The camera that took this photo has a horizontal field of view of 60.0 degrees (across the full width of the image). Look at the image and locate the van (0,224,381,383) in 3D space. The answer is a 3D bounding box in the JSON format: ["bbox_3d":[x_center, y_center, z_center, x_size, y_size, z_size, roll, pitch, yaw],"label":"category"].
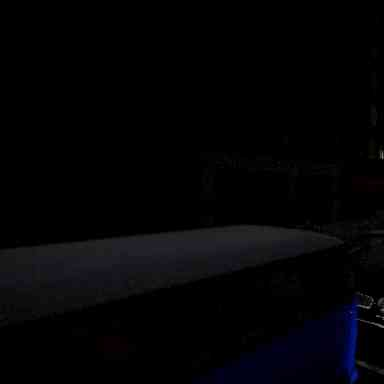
[{"bbox_3d":[-0.180,1.252,2.687,3.998,1.788,1.690,0,2,-42],"label":"van"}]

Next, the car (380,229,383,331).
[{"bbox_3d":[3.921,1.433,6.353,4.403,1.369,2.008,0,2,-42],"label":"car"}]
